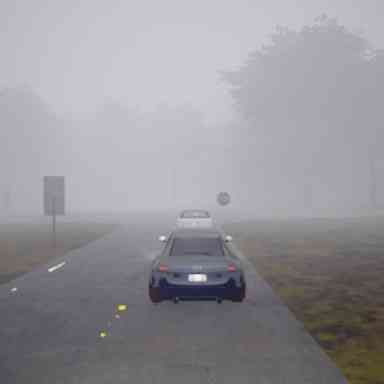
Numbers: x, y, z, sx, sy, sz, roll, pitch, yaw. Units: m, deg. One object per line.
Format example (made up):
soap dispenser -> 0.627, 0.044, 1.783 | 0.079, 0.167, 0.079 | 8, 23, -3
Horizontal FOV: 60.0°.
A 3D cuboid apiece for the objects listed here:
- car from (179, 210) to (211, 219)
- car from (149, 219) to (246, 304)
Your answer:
car -> 0.212, 1.688, 19.564 | 1.895, 1.301, 4.718 | 0, 0, 2
car -> 0.099, 1.595, 8.277 | 1.994, 1.385, 4.181 | 0, 0, 0
